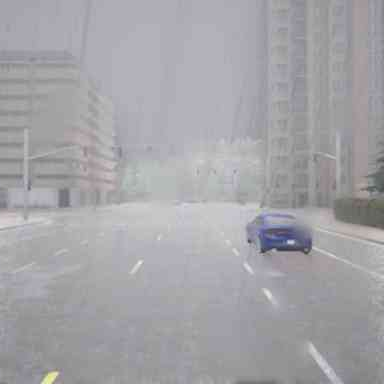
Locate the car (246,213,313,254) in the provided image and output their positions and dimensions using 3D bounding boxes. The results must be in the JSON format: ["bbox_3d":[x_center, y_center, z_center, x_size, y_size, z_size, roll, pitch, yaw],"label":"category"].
[{"bbox_3d":[3.528,1.640,14.230,1.882,1.535,5.008,0,0,0],"label":"car"}]

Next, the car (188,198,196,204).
[{"bbox_3d":[0.016,2.306,83.347,1.812,1.442,4.674,0,-1,0],"label":"car"}]

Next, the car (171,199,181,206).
[{"bbox_3d":[-3.486,2.345,72.474,1.812,1.442,4.674,0,-1,0],"label":"car"}]

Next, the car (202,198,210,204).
[{"bbox_3d":[3.516,2.282,83.346,1.837,1.490,4.892,0,-1,0],"label":"car"}]
